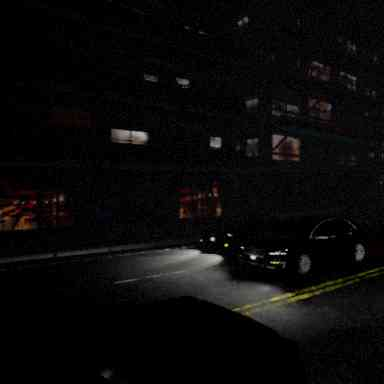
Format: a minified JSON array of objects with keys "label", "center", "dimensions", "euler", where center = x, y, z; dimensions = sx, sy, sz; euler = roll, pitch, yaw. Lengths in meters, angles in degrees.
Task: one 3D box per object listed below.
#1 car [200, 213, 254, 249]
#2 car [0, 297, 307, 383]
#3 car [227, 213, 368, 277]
[{"label":"car","center":[2.371,1.545,13.434],"dimensions":[4.181,1.385,1.994],"euler":[0,0,-36]},{"label":"car","center":[-1.245,1.601,2.554],"dimensions":[4.718,1.301,1.895],"euler":[0,0,-36]},{"label":"car","center":[3.591,1.487,10.300],"dimensions":[4.892,1.490,1.837],"euler":[0,0,-36]}]
